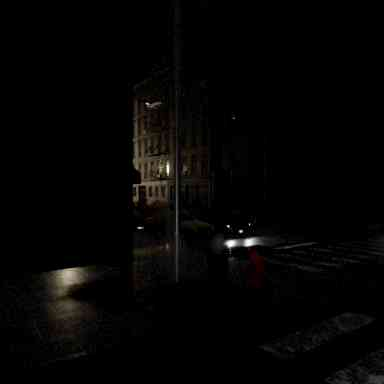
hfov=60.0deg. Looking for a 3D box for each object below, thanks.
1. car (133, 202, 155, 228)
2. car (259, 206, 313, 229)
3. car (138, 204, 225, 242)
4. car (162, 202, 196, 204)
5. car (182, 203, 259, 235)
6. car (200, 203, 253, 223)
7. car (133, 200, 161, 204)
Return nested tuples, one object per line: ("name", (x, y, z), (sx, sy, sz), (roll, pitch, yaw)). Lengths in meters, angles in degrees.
("car", (-3.952, 1.584, 21.285), (2.008, 1.369, 4.403), (0, 0, -35))
("car", (5.731, 1.557, 21.523), (1.947, 1.339, 4.313), (0, 0, -35))
("car", (-0.713, 1.554, 16.737), (1.752, 1.417, 4.829), (0, 0, -35))
("car", (-0.549, 1.565, 30.341), (1.947, 1.339, 4.313), (0, 0, -35))
("car", (1.011, 1.565, 18.735), (2.033, 1.411, 5.357), (0, 0, -32))
("car", (2.591, 1.578, 25.932), (1.802, 1.307, 4.206), (0, 0, -35))
("car", (-4.906, 1.516, 27.001), (2.128, 1.511, 4.902), (0, 0, -35))
